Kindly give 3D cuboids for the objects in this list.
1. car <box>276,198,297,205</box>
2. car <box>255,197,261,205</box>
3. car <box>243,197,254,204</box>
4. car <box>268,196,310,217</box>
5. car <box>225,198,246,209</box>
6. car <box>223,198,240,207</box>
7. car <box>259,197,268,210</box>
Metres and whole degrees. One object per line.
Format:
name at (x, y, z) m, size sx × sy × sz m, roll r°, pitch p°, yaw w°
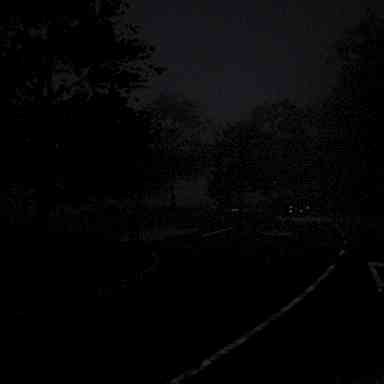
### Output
car at (22.675, 2.237, 79.818) m, size 4.553 × 1.767 × 2.185 m, roll 0°, pitch 0°, yaw 27°
car at (17.177, 2.421, 79.655) m, size 1.812 × 1.442 × 4.674 m, roll 0°, pitch -1°, yaw 27°
car at (12.690, 2.236, 87.884) m, size 5.566 × 2.045 × 2.435 m, roll 0°, pitch -1°, yaw 27°
car at (10.079, 1.462, 34.367) m, size 2.150 × 2.045 × 5.566 m, roll 0°, pitch -1°, yaw -6°
car at (6.759, 2.085, 53.860) m, size 1.994 × 1.385 × 4.181 m, roll 0°, pitch -1°, yaw -10°
car at (8.287, 2.113, 69.157) m, size 2.097 × 1.767 × 4.553 m, roll 0°, pitch -1°, yaw 27°
car at (11.601, 1.855, 46.450) m, size 1.882 × 1.535 × 5.008 m, roll 0°, pitch -1°, yaw -12°
